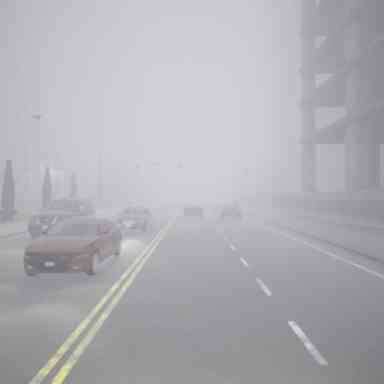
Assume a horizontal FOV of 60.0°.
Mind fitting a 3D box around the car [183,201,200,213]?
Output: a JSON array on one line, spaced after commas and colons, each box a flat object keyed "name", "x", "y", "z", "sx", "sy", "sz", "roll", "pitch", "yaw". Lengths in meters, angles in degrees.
[{"name": "car", "x": -0.137, "y": 1.942, "z": 44.000, "sx": 1.994, "sy": 1.385, "sz": 4.181, "roll": 0, "pitch": 0, "yaw": -3}]

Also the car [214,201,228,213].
[{"name": "car", "x": 3.861, "y": 1.904, "z": 44.142, "sx": 1.812, "sy": 1.442, "sz": 4.674, "roll": 0, "pitch": 0, "yaw": 5}]

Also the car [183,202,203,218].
[{"name": "car", "x": 0.100, "y": 1.763, "z": 33.233, "sx": 1.882, "sy": 1.535, "sz": 5.008, "roll": 0, "pitch": 0, "yaw": 0}]

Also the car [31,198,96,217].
[{"name": "car", "x": -7.088, "y": 1.384, "z": 18.879, "sx": 2.150, "sy": 2.045, "sz": 5.566, "roll": 0, "pitch": 0, "yaw": 0}]

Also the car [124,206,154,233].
[{"name": "car", "x": -3.582, "y": 1.675, "z": 21.286, "sx": 2.128, "sy": 1.511, "sz": 4.902, "roll": 0, "pitch": 0, "yaw": 0}]

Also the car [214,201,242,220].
[{"name": "car", "x": 3.525, "y": 1.762, "z": 31.305, "sx": 2.128, "sy": 1.511, "sz": 4.902, "roll": 0, "pitch": 0, "yaw": 1}]

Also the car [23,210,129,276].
[{"name": "car", "x": -3.599, "y": 1.572, "z": 10.924, "sx": 1.882, "sy": 1.535, "sz": 5.008, "roll": 0, "pitch": 0, "yaw": 0}]
